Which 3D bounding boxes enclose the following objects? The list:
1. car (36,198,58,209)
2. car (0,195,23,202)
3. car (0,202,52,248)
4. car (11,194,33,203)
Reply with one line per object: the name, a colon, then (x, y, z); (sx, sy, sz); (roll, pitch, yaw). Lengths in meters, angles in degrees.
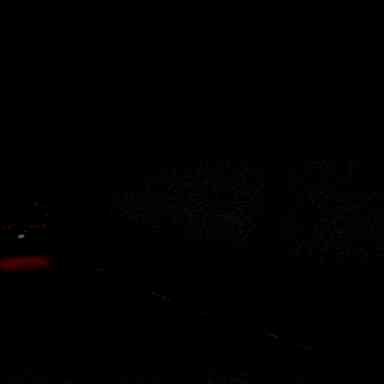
car: (-17.610, 1.432, 40.284); (1.895, 1.301, 4.718); (1, 0, -12)
car: (-20.662, 1.277, 37.937); (1.882, 1.535, 5.008); (0, 0, -13)
car: (-7.374, 1.408, 13.879); (1.882, 1.535, 5.008); (0, 0, -32)
car: (-30.916, 1.171, 60.552); (1.882, 1.535, 5.008); (1, 0, -6)
